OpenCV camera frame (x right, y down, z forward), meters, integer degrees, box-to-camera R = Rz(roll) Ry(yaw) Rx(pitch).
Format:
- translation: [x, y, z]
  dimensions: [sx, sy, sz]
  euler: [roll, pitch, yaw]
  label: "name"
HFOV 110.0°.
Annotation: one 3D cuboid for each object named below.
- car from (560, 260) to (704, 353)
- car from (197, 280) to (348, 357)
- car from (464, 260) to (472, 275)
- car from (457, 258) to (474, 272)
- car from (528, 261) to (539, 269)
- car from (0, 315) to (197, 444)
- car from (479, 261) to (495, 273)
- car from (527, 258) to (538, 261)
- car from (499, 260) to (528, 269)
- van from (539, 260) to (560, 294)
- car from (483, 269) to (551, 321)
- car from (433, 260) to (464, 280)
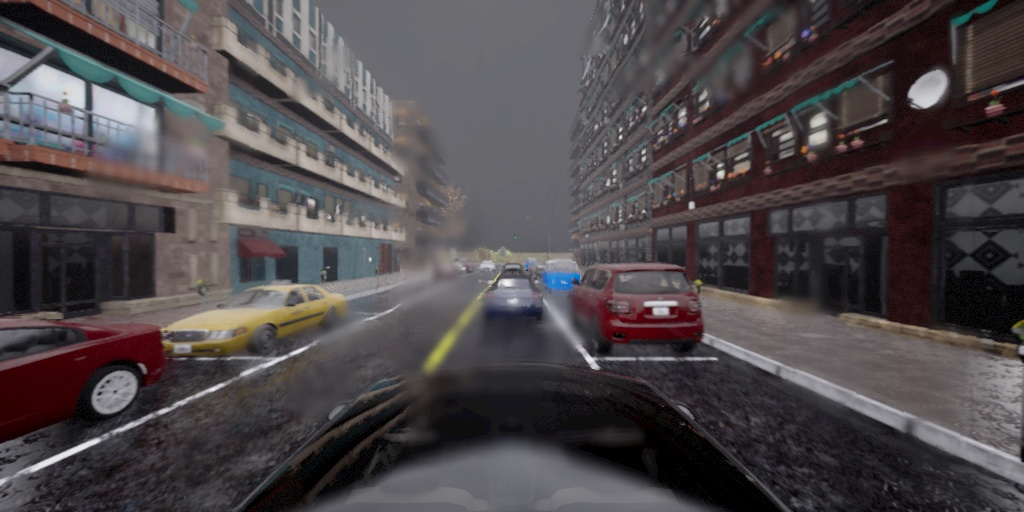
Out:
- translation: [2.690, 1.077, 8.826]
  dimensions: [2.192, 1.841, 5.009]
  euler: [0, 0, 0]
  label: "car"
- translation: [-5.690, 1.288, 8.606]
  dimensions: [1.751, 1.417, 4.829]
  euler: [0, 0, 0]
  label: "car"
- translation: [-5.688, 1.349, 37.104]
  dimensions: [2.007, 1.370, 4.403]
  euler: [0, 0, 0]
  label: "car"
- translation: [-5.687, 1.118, 42.769]
  dimensions: [2.192, 1.841, 5.009]
  euler: [0, 0, 0]
  label: "car"
- translation: [2.692, 1.343, 31.487]
  dimensions: [2.007, 1.370, 4.403]
  euler: [0, 0, 0]
  label: "car"
- translation: [-5.691, 1.298, 3.109]
  dimensions: [1.888, 1.381, 4.507]
  euler: [0, 0, 0]
  label: "car"
- translation: [-3.082, 1.330, 45.210]
  dimensions: [1.812, 1.442, 4.674]
  euler: [0, 0, 0]
  label: "car"
- translation: [2.693, 1.238, 37.152]
  dimensions: [1.967, 1.591, 4.097]
  euler: [0, 0, 0]
  label: "car"
- translation: [0.073, 1.295, 27.656]
  dimensions: [1.837, 1.490, 4.892]
  euler: [0, 0, 0]
  label: "car"
- translation: [2.692, 1.120, 20.156]
  dimensions: [1.690, 1.789, 3.998]
  euler: [0, 0, 0]
  label: "van"
- translation: [0.071, 1.332, 12.601]
  dimensions: [1.994, 1.385, 4.181]
  euler: [0, 0, 0]
  label: "car"
- translation: [-5.688, 1.338, 31.438]
  dimensions: [1.888, 1.381, 4.507]
  euler: [0, 0, 0]
  label: "car"
